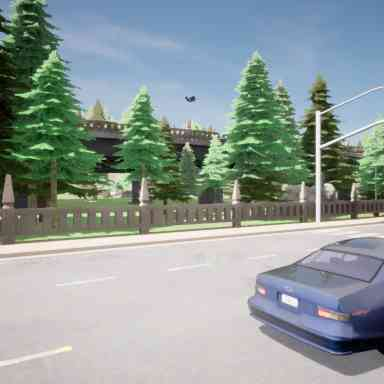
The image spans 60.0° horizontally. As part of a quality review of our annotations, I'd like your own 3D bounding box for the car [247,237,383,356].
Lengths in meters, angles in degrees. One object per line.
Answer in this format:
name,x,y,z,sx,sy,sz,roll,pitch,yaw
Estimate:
car,3.496,1.547,5.918,5.357,1.411,2.033,0,0,-31
